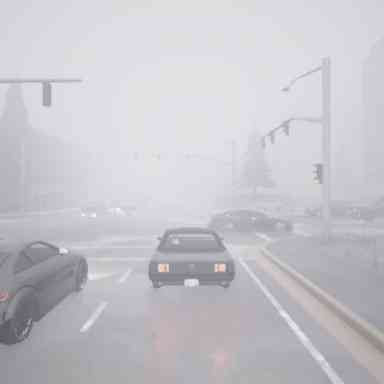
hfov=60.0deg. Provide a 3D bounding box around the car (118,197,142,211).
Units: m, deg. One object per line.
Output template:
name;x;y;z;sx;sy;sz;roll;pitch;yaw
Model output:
car;-8.267;1.745;44.884;1.812;1.442;4.674;0;0;-1

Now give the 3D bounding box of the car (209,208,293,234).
car;3.314;1.683;19.181;4.892;1.490;1.837;0;-1;-3

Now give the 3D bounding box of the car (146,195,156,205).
car;-8.805;1.565;70.145;2.150;2.045;5.566;0;0;-1

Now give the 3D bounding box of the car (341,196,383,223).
car;15.427;1.351;26.734;5.566;2.045;2.150;0;0;-2

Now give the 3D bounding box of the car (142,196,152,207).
car;-8.544;1.824;56.535;2.033;1.411;5.357;0;0;-1

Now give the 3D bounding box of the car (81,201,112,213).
car;-11.672;1.744;40.138;2.033;1.411;5.357;0;0;0

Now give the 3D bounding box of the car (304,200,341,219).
car;12.551;1.498;30.155;4.553;1.767;2.097;0;0;-2

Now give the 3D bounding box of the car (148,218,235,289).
car;-0.037;1.646;9.280;1.895;1.301;4.718;0;0;-1

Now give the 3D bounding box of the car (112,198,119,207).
car;-11.981;1.755;53.715;2.128;1.511;4.902;0;0;-1

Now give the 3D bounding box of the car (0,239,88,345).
car;-3.498;1.597;6.432;1.994;1.385;4.181;0;0;-1

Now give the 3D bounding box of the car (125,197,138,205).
car;-12.253;1.832;68.020;1.837;1.490;4.892;0;0;-1
